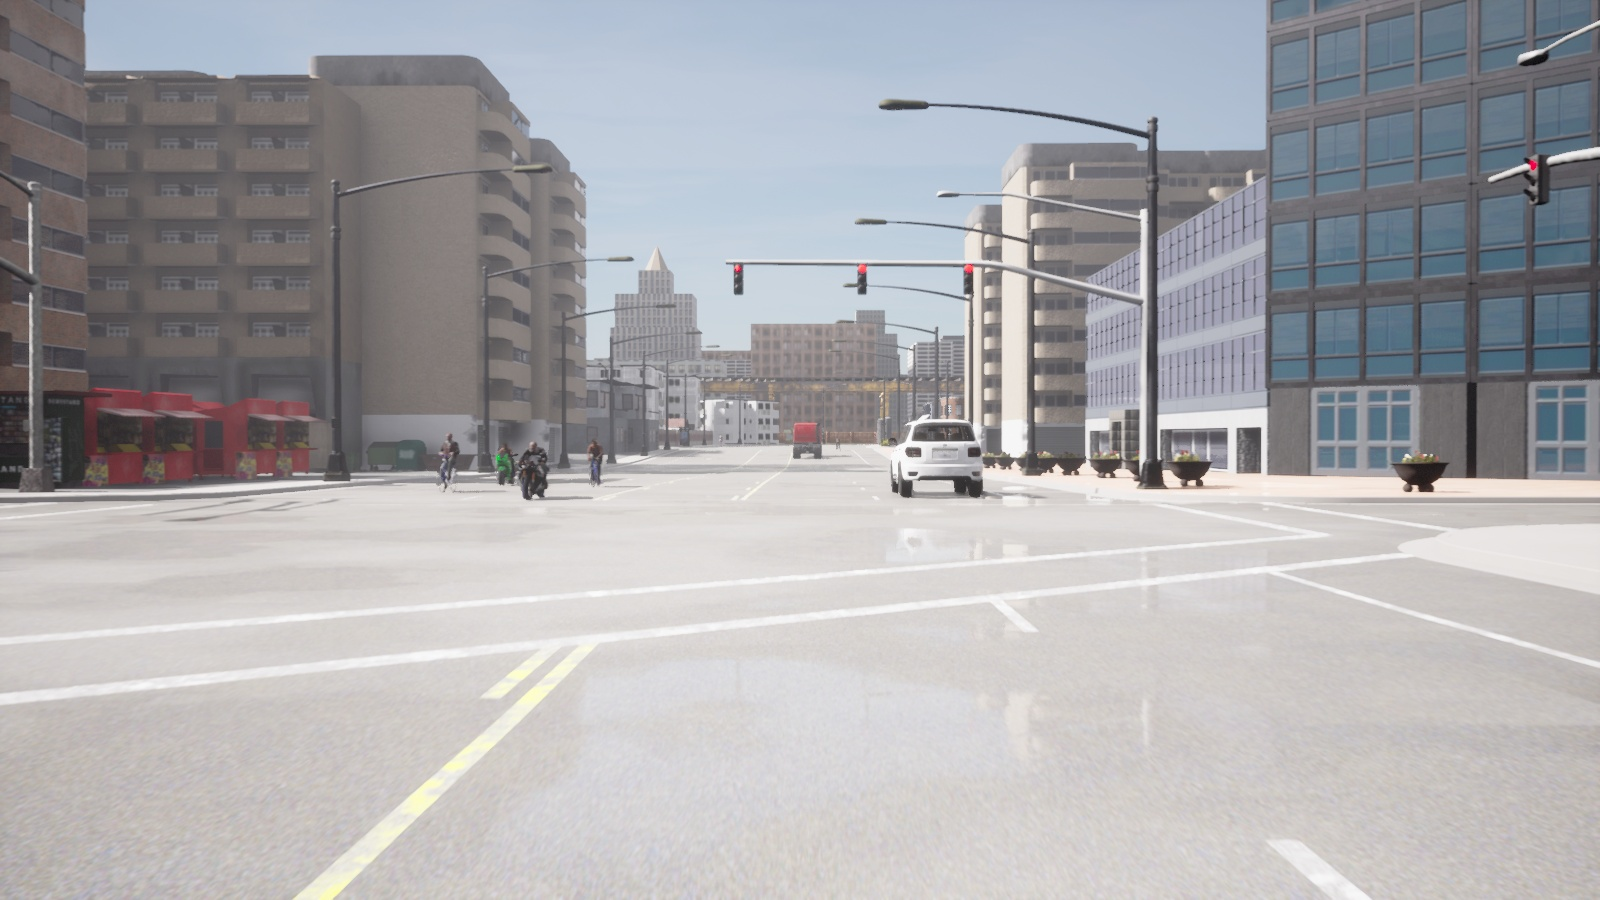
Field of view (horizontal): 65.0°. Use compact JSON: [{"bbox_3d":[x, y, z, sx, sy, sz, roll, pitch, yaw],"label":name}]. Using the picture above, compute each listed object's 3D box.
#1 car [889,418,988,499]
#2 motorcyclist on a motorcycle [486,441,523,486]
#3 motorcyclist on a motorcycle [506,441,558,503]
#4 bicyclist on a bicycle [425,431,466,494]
[{"bbox_3d":[3.714,0.218,34.688,2.150,2.045,5.566,0,0,0],"label":"car"},{"bbox_3d":[-10.236,0.462,43.599,0.797,1.523,2.044,0,0,0],"label":"motorcyclist on a motorcycle"},{"bbox_3d":[-6.802,0.538,31.981,0.866,1.530,2.191,0,0,0],"label":"motorcyclist on a motorcycle"},{"bbox_3d":[-10.276,0.354,36.473,0.659,1.776,1.843,0,0,0],"label":"bicyclist on a bicycle"}]
